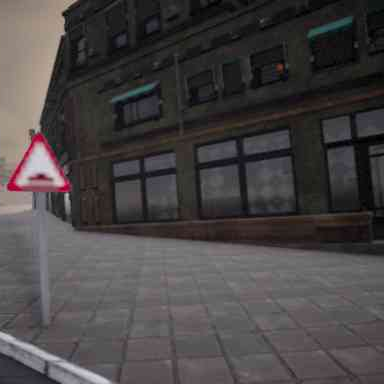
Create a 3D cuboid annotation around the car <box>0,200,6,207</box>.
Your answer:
[{"bbox_3d":[-33.717,1.951,56.300,1.882,1.535,5.008,-5,0,5],"label":"car"}]
